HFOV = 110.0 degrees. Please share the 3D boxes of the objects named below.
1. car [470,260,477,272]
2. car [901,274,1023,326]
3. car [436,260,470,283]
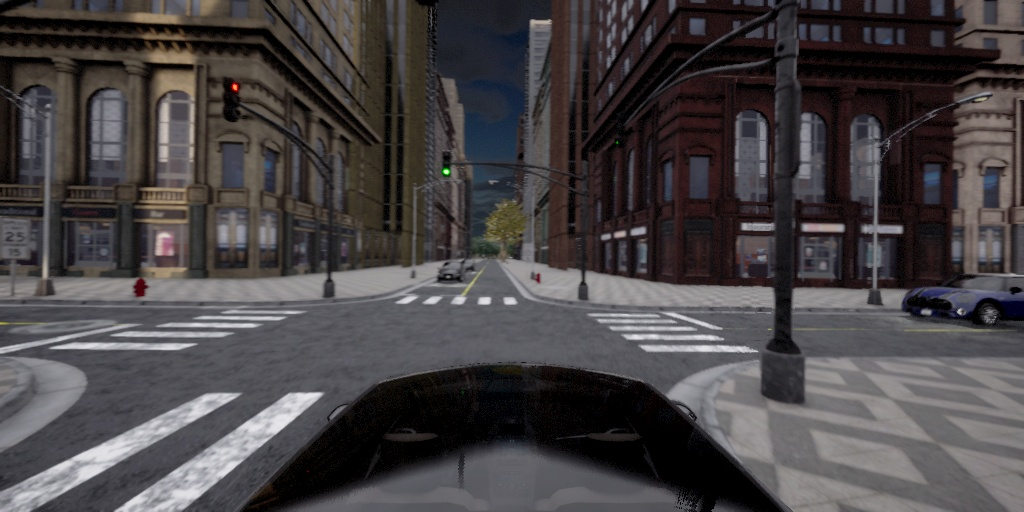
[{"bbox_3d":[-5.415,1.196,44.379,1.837,1.490,4.892,1,0,-3],"label":"car"},{"bbox_3d":[16.603,1.401,12.552,4.553,1.767,2.097,1,0,-3],"label":"car"},{"bbox_3d":[-4.534,1.191,27.400,1.837,1.490,4.892,1,0,-2],"label":"car"}]
